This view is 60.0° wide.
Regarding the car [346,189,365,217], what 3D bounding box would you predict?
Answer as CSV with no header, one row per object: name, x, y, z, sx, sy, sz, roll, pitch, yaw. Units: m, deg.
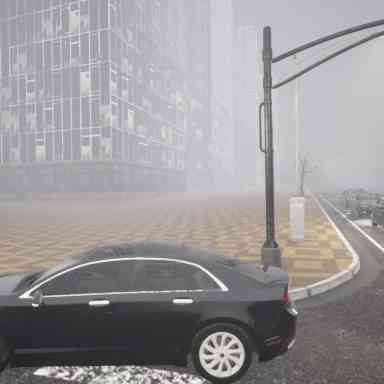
car,11.122,0.759,20.671,1.994,1.385,4.181,-1,2,17

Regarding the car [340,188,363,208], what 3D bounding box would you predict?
car,13.125,0.454,26.732,2.128,1.511,4.902,-1,2,18

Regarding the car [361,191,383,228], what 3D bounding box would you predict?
car,9.065,0.928,14.380,2.128,1.511,4.902,-1,2,18

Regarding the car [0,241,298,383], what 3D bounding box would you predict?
car,-1.039,1.505,4.758,4.892,1.490,1.837,0,0,0
